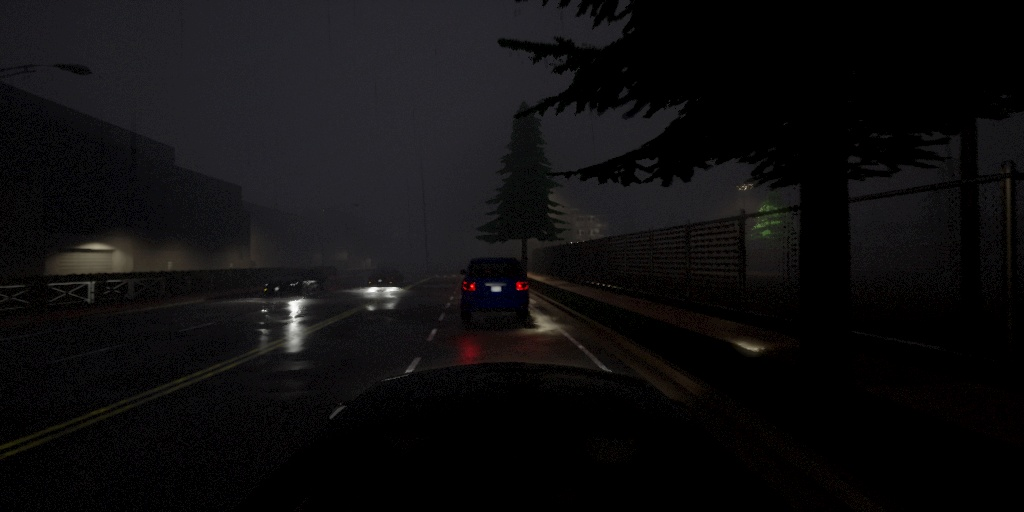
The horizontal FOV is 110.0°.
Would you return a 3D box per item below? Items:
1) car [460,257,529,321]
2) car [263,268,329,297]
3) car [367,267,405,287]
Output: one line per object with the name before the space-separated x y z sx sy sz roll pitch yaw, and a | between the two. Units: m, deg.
car | -0.709 1.078 13.112 2.150 2.045 5.566 0 -1 -5
car | -12.223 1.438 20.649 1.837 1.490 4.892 0 -1 -6
car | -9.383 1.554 26.930 1.994 1.385 4.181 0 -1 -6
